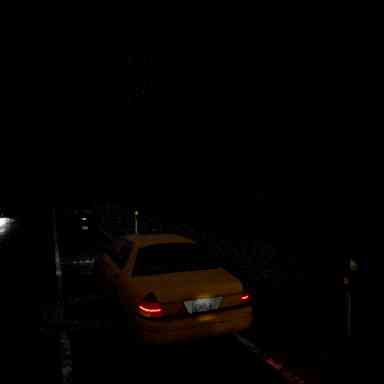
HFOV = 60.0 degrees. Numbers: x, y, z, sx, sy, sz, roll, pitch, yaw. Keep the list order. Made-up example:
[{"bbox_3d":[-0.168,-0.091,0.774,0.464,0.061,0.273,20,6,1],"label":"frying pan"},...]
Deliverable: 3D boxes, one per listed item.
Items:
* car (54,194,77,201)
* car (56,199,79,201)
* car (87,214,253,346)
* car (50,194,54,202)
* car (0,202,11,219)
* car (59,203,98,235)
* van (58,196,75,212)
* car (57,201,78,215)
[{"bbox_3d":[-12.632,1.316,33.892,2.192,1.841,5.009,0,0,-23],"label":"car"},{"bbox_3d":[-10.484,1.567,28.802,1.947,1.339,4.313,0,0,-23],"label":"car"},{"bbox_3d":[-0.847,1.457,6.717,1.801,1.575,5.366,0,0,-23],"label":"car"},{"bbox_3d":[-32.109,1.469,79.305,1.967,1.590,4.097,0,0,-24],"label":"car"},{"bbox_3d":[-17.022,1.565,29.006,1.994,1.385,4.181,0,0,-23],"label":"car"},{"bbox_3d":[-6.189,1.551,18.625,2.008,1.369,4.403,0,0,-23],"label":"car"},{"bbox_3d":[-14.780,1.342,38.980,1.690,1.788,3.998,0,0,-23],"label":"van"},{"bbox_3d":[-8.336,1.551,23.713,2.008,1.369,4.403,0,0,-23],"label":"car"}]
